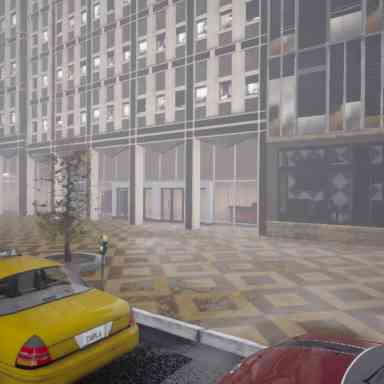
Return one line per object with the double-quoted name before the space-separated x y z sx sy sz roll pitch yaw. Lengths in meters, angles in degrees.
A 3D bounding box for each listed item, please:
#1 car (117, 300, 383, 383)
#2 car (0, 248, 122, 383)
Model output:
"car" 1.820 1.440 1.566 4.097 1.590 1.967 0 1 36
"car" -2.944 1.524 4.967 4.829 1.417 1.752 0 1 36
